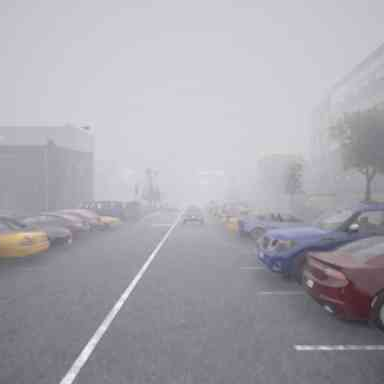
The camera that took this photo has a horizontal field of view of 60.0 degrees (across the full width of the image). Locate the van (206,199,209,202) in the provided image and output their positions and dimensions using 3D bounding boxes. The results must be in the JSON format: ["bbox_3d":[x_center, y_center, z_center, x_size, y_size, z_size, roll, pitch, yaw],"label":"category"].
[{"bbox_3d":[4.788,2.216,50.815,4.442,1.987,1.878,0,-1,0],"label":"van"}]

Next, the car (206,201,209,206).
[{"bbox_3d":[4.662,2.273,42.556,5.008,1.535,2.097,0,-1,0],"label":"car"}]

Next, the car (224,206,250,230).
[{"bbox_3d":[4.844,1.811,20.087,5.366,1.575,1.946,0,-1,0],"label":"car"}]

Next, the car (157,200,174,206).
[{"bbox_3d":[-7.611,3.213,95.069,4.553,1.767,2.185,0,-1,0],"label":"car"}]

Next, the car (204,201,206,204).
[{"bbox_3d":[4.700,2.528,53.605,4.792,1.488,2.163,0,-1,0],"label":"car"}]

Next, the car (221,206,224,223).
[{"bbox_3d":[4.688,1.900,22.880,4.792,1.488,2.163,0,-1,0],"label":"car"}]

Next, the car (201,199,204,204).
[{"bbox_3d":[4.702,2.361,59.196,5.566,2.045,2.435,0,-1,0],"label":"car"}]

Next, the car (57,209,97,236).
[{"bbox_3d":[-7.670,1.791,17.153,4.674,1.452,2.002,0,-1,0],"label":"car"}]

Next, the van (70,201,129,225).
[{"bbox_3d":[-7.785,1.751,28.196,4.442,1.987,1.878,0,-1,0],"label":"van"}]

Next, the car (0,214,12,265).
[{"bbox_3d":[-7.645,1.452,8.658,4.553,1.767,2.185,0,-1,0],"label":"car"}]

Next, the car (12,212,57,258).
[{"bbox_3d":[-7.860,1.634,11.574,5.366,1.575,1.946,0,-1,0],"label":"car"}]

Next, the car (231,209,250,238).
[{"bbox_3d":[4.687,1.786,17.293,4.792,1.488,2.163,0,-1,0],"label":"car"}]

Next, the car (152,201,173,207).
[{"bbox_3d":[-7.829,3.220,89.186,5.366,1.575,1.946,0,-1,0],"label":"car"}]

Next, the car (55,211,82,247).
[{"bbox_3d":[-7.645,1.724,14.364,4.792,1.488,2.163,0,-1,0],"label":"car"}]

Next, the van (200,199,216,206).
[{"bbox_3d":[4.572,3.123,95.501,4.442,1.987,1.878,0,-1,0],"label":"van"}]

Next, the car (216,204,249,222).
[{"bbox_3d":[4.846,1.925,25.673,5.366,1.575,1.946,0,-1,0],"label":"car"}]

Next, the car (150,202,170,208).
[{"bbox_3d":[-7.676,3.072,80.374,4.792,1.488,2.163,0,-1,0],"label":"car"}]

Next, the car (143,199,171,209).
[{"bbox_3d":[-7.680,2.551,68.629,5.566,2.045,2.435,0,-1,0],"label":"car"}]

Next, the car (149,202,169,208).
[{"bbox_3d":[-7.646,3.023,77.435,4.674,1.452,2.002,0,-1,0],"label":"car"}]

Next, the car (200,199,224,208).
[{"bbox_3d":[4.654,2.761,78.746,5.566,2.045,2.435,0,-1,0],"label":"car"}]

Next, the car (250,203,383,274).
[{"bbox_3d":[4.626,1.334,8.920,5.566,2.045,2.435,0,-1,0],"label":"car"}]

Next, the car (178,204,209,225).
[{"bbox_3d":[0.113,2.064,29.063,2.033,1.411,5.357,0,-1,0],"label":"car"}]

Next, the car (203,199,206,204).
[{"bbox_3d":[4.642,2.430,56.399,4.553,1.767,2.185,0,-1,0],"label":"car"}]

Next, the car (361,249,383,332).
[{"bbox_3d":[4.681,1.526,3.348,4.792,1.488,2.163,0,-1,0],"label":"car"}]

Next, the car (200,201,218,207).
[{"bbox_3d":[4.694,3.299,92.704,4.892,1.521,2.231,0,-1,0],"label":"car"}]

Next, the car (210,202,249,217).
[{"bbox_3d":[4.658,2.100,34.052,4.892,1.521,2.231,0,-1,0],"label":"car"}]

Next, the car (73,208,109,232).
[{"bbox_3d":[-7.669,1.845,19.819,4.674,1.452,2.002,0,-1,0],"label":"car"}]

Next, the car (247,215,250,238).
[{"bbox_3d":[4.626,1.672,11.707,4.792,1.488,2.163,0,-1,0],"label":"car"}]

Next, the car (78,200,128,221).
[{"bbox_3d":[-7.698,1.668,25.406,5.566,2.045,2.435,0,-1,0],"label":"car"}]

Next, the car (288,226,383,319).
[{"bbox_3d":[4.652,1.533,6.180,5.008,1.535,2.097,0,-1,0],"label":"car"}]

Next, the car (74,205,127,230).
[{"bbox_3d":[-7.485,1.862,22.736,5.366,1.575,1.946,0,-1,0],"label":"car"}]

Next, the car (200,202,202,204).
[{"bbox_3d":[0.084,2.356,45.426,1.837,1.490,4.892,0,-1,0],"label":"car"}]

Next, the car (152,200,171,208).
[{"bbox_3d":[-7.677,2.977,83.314,4.553,1.767,2.185,0,-1,0],"label":"car"}]

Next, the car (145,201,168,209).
[{"bbox_3d":[-7.619,2.734,71.438,4.553,1.767,2.185,0,-1,0],"label":"car"}]

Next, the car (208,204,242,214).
[{"bbox_3d":[4.667,2.424,48.016,4.674,1.452,2.002,0,-1,0],"label":"car"}]

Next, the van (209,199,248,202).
[{"bbox_3d":[4.550,1.987,39.643,4.442,1.987,1.878,0,-1,0],"label":"van"}]

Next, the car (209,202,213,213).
[{"bbox_3d":[4.671,2.157,36.845,4.892,1.521,2.231,0,-1,0],"label":"car"}]

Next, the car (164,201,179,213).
[{"bbox_3d":[-2.991,2.520,52.482,1.812,1.442,4.674,0,-1,0],"label":"car"}]
